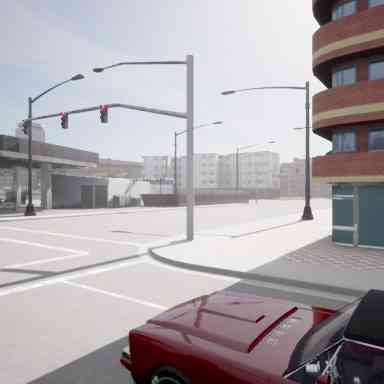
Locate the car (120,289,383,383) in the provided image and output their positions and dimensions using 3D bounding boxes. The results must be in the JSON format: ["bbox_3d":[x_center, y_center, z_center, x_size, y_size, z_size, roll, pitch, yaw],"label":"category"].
[{"bbox_3d":[1.589,1.601,2.840,4.718,1.301,1.895,0,0,36],"label":"car"}]

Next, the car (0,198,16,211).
[{"bbox_3d":[-22.264,1.456,38.800,3.806,1.475,1.970,0,0,36],"label":"car"}]
